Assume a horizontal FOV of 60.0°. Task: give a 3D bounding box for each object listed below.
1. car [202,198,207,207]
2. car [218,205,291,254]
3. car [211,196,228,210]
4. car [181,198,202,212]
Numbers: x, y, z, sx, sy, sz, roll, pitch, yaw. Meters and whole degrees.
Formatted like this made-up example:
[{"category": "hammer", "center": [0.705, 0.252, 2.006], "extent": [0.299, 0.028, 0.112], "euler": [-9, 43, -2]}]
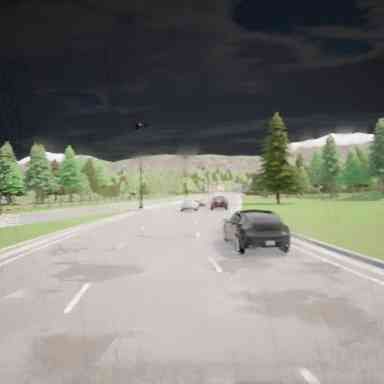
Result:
[{"category": "car", "center": [1.177, 1.623, 51.068], "extent": [1.895, 1.301, 4.718], "euler": [-1, 0, 9]}, {"category": "car", "center": [2.437, 1.456, 13.434], "extent": [1.837, 1.490, 4.892], "euler": [-2, 0, -4]}, {"category": "car", "center": [3.575, 1.305, 42.760], "extent": [2.097, 1.767, 4.553], "euler": [-1, 0, 8]}, {"category": "car", "center": [-0.223, 1.572, 40.525], "extent": [1.812, 1.442, 4.674], "euler": [-1, 0, 7]}]
